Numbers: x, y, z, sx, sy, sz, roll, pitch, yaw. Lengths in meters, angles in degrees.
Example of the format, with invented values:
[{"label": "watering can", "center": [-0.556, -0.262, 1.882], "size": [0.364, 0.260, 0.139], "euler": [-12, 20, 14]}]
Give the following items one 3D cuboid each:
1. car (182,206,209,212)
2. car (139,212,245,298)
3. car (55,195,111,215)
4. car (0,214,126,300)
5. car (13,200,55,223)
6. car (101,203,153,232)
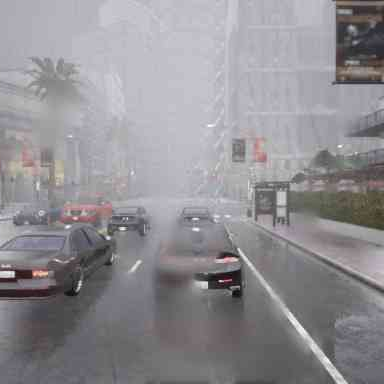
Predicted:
[{"label": "car", "center": [0.181, 1.505, 17.964], "size": [1.837, 1.490, 4.892], "euler": [0, 0, 0]}, {"label": "car", "center": [0.148, 1.492, 8.518], "size": [2.128, 1.511, 4.902], "euler": [0, 0, 0]}, {"label": "car", "center": [-6.904, 1.223, 22.490], "size": [2.150, 2.045, 5.566], "euler": [0, 0, 0]}, {"label": "car", "center": [-3.359, 1.547, 8.572], "size": [2.033, 1.411, 5.357], "euler": [0, 0, 0]}, {"label": "car", "center": [-10.397, 1.351, 23.131], "size": [2.097, 1.767, 4.553], "euler": [0, 0, 0]}, {"label": "car", "center": [-3.315, 1.505, 18.336], "size": [1.837, 1.490, 4.892], "euler": [0, 0, 0]}]
